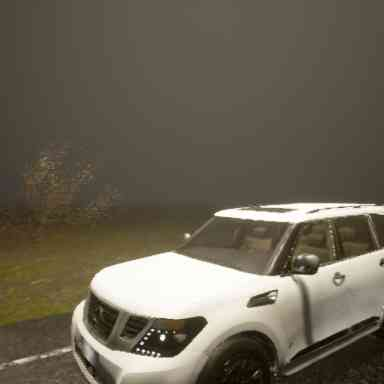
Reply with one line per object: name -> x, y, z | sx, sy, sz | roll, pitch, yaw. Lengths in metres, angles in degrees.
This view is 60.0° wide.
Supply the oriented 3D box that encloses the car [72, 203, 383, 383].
car -> 1.233, 1.218, 4.869 | 5.566, 2.045, 2.150 | 0, 0, -35
